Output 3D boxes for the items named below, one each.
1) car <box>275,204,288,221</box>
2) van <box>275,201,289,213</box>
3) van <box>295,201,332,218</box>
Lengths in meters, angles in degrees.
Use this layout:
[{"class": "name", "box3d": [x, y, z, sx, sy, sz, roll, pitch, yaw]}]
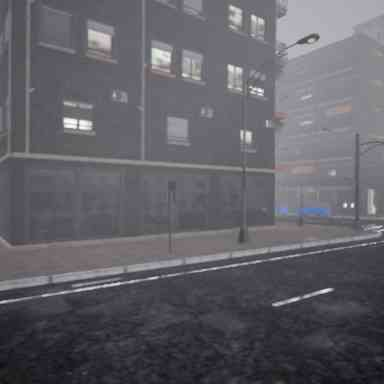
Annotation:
[{"class": "car", "box3d": [6.730, 2.117, 32.186, 1.802, 1.307, 4.206, 0, 0, -36]}, {"class": "van", "box3d": [10.153, 2.002, 41.621, 1.690, 1.788, 3.998, -1, 0, -36]}, {"class": "van", "box3d": [13.470, 1.929, 37.106, 1.690, 1.788, 3.998, -1, 0, -36]}]
